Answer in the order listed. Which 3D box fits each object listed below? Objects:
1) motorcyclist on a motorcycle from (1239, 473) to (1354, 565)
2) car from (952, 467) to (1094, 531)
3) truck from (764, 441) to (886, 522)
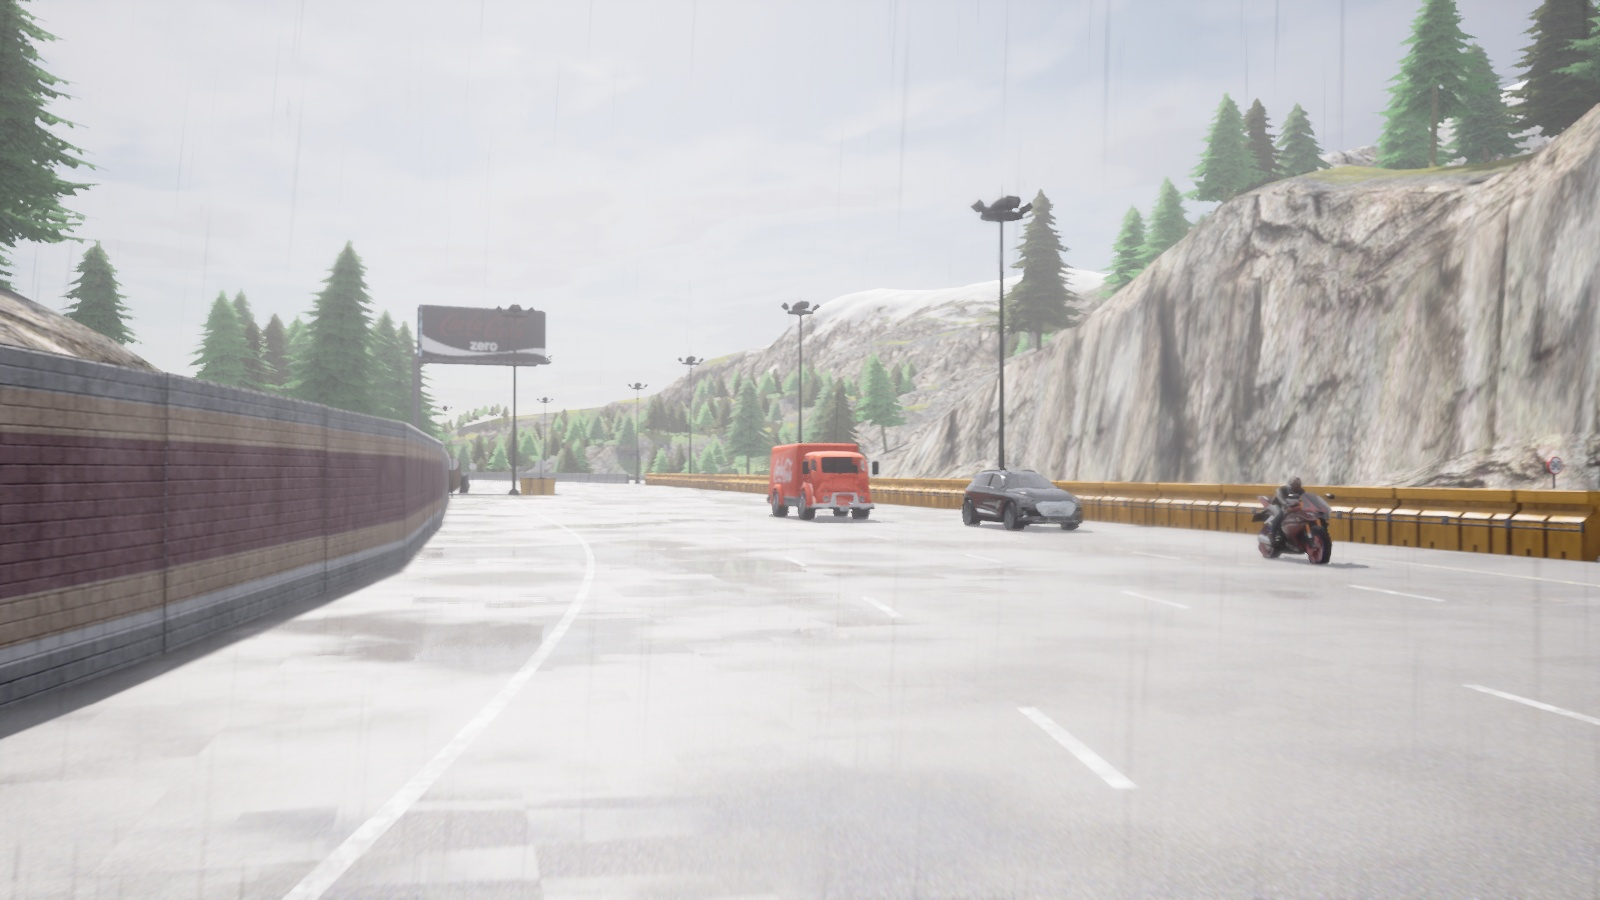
[{"bbox_3d":[8.728,1.183,22.189,0.866,1.530,2.191,0,-2,-10],"label":"motorcyclist on a motorcycle"},{"bbox_3d":[6.075,1.302,34.859,2.033,1.649,4.856,0,-1,-15],"label":"car"},{"bbox_3d":[0.717,1.015,41.265,2.627,2.467,5.204,0,-1,-15],"label":"truck"}]
